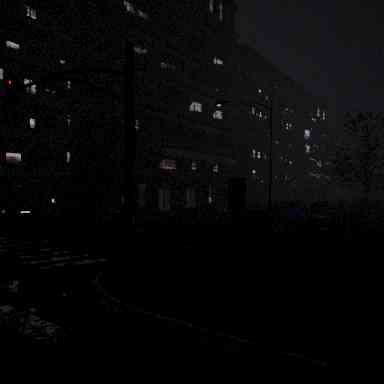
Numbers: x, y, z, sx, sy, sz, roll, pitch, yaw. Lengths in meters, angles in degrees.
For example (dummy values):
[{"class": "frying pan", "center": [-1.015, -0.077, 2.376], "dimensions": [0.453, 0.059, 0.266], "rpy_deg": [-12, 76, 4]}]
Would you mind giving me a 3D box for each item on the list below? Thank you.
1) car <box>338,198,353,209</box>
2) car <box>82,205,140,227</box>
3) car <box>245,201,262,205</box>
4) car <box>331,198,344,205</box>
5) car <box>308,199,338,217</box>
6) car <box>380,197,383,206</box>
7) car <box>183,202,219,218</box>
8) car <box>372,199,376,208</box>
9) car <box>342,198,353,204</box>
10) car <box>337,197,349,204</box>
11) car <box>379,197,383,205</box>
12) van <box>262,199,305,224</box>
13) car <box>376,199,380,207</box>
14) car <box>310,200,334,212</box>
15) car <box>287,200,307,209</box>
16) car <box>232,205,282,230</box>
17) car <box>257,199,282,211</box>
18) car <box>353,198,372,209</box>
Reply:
[{"class": "car", "center": [24.071, 2.064, 54.235], "dimensions": [2.033, 1.411, 5.357], "rpy_deg": [1, 0, 37]}, {"class": "car", "center": [-5.664, 1.626, 23.699], "dimensions": [2.008, 1.369, 4.403], "rpy_deg": [1, 0, 36]}, {"class": "car", "center": [7.483, 1.840, 41.505], "dimensions": [1.802, 1.307, 4.206], "rpy_deg": [1, 0, 36]}, {"class": "car", "center": [33.776, 2.177, 77.117], "dimensions": [1.947, 1.339, 4.313], "rpy_deg": [1, 0, 36]}, {"class": "car", "center": [14.221, 1.838, 36.522], "dimensions": [1.967, 1.590, 4.097], "rpy_deg": [1, 0, 36]}, {"class": "car", "center": [37.226, 2.252, 67.681], "dimensions": [1.887, 1.381, 4.507], "rpy_deg": [1, 0, 36]}, {"class": "car", "center": [0.910, 1.712, 32.602], "dimensions": [1.887, 1.381, 4.507], "rpy_deg": [1, 0, 36]}, {"class": "car", "center": [30.652, 2.202, 58.778], "dimensions": [1.802, 1.307, 4.206], "rpy_deg": [1, 0, 36]}, {"class": "car", "center": [40.249, 2.221, 85.883], "dimensions": [1.752, 1.417, 4.829], "rpy_deg": [1, 0, 36]}, {"class": "car", "center": [37.064, 2.094, 81.569], "dimensions": [1.967, 1.590, 4.097], "rpy_deg": [1, 0, 36]}, {"class": "car", "center": [47.089, 2.151, 81.036], "dimensions": [2.192, 1.841, 5.009], "rpy_deg": [1, 0, 36]}, {"class": "van", "center": [7.648, 1.648, 27.618], "dimensions": [1.690, 1.788, 3.998], "rpy_deg": [1, 0, 36]}, {"class": "car", "center": [33.940, 2.104, 63.230], "dimensions": [1.967, 1.590, 4.097], "rpy_deg": [1, 0, 36]}, {"class": "car", "center": [18.097, 1.914, 46.121], "dimensions": [1.882, 1.535, 5.008], "rpy_deg": [1, 0, 36]}, {"class": "car", "center": [17.343, 1.975, 54.860], "dimensions": [1.802, 1.307, 4.206], "rpy_deg": [1, 0, 36]}, {"class": "car", "center": [4.359, 1.827, 23.167], "dimensions": [1.947, 1.339, 4.313], "rpy_deg": [1, 0, 36]}, {"class": "car", "center": [10.771, 1.743, 45.957], "dimensions": [1.967, 1.590, 4.097], "rpy_deg": [1, 0, 36]}, {"class": "car", "center": [27.368, 1.891, 54.328], "dimensions": [2.192, 1.841, 5.009], "rpy_deg": [1, 0, 36]}]
